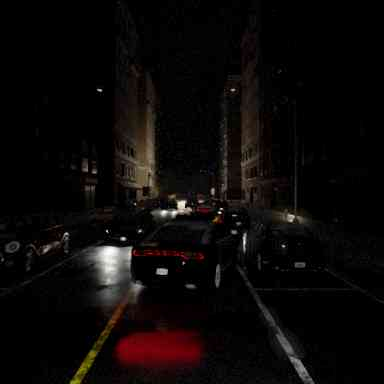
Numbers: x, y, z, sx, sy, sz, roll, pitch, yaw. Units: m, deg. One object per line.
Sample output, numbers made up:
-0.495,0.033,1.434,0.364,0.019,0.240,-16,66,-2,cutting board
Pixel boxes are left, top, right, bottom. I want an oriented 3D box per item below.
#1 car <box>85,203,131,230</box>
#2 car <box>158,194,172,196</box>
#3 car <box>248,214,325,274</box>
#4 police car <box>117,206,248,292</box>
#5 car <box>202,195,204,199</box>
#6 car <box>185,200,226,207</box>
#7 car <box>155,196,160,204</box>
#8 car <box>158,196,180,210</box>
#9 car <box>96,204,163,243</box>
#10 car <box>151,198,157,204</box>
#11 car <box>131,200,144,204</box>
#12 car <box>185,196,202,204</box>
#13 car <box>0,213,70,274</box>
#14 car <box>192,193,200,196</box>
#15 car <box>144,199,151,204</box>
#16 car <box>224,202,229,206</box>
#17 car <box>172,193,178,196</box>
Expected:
-5.373,1.524,20.985,1.752,1.417,4.829,0,0,0,car
-5.343,1.297,59.044,2.192,1.841,5.009,0,0,0,car
2.644,1.550,10.314,2.008,1.369,4.403,0,0,0,car
0.147,1.424,9.278,1.930,1.638,5.238,0,0,17,police car
2.674,1.515,48.374,1.752,1.417,4.829,0,0,0,car
0.732,1.454,19.055,1.801,1.575,5.366,0,0,2,car
-5.356,1.544,42.806,2.008,1.369,4.403,0,0,0,car
-2.717,1.558,40.775,1.994,1.385,4.181,0,0,0,car
-2.839,1.546,16.385,2.033,1.411,5.357,0,0,0,car
-5.360,1.578,37.393,1.802,1.307,4.206,0,0,0,car
-5.369,1.564,26.568,1.947,1.339,4.313,0,0,0,car
0.041,1.556,45.547,1.994,1.385,4.181,0,0,0,car
-5.381,1.440,10.330,1.967,1.590,4.097,0,0,0,car
0.045,1.459,59.390,1.882,1.535,5.008,0,0,0,car
-5.364,1.522,31.810,1.752,1.417,4.829,0,0,0,car
2.652,1.549,21.140,2.008,1.369,4.403,0,0,0,car
-5.323,1.513,85.508,2.008,1.369,4.403,0,0,0,car
